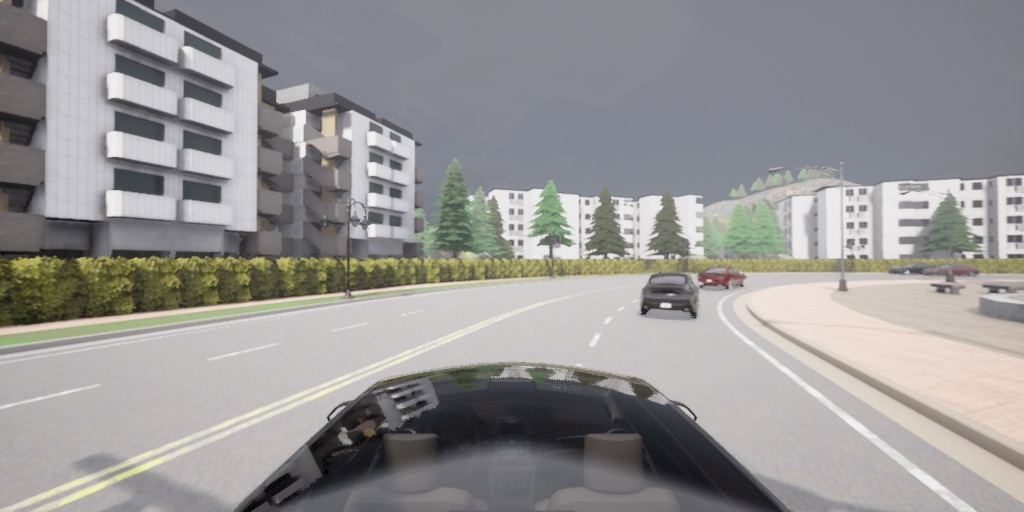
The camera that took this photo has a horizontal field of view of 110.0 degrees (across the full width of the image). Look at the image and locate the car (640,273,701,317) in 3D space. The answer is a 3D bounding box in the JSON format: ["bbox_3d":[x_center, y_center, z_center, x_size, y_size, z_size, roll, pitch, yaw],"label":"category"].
[{"bbox_3d":[6.187,1.382,13.920,1.837,1.490,4.892,-1,0,28],"label":"car"}]

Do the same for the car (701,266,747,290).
[{"bbox_3d":[14.639,1.462,24.899,5.008,1.535,1.882,0,-1,-42],"label":"car"}]

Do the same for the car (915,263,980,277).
[{"bbox_3d":[50.213,1.653,41.110,4.674,1.442,1.812,0,-1,12],"label":"car"}]
